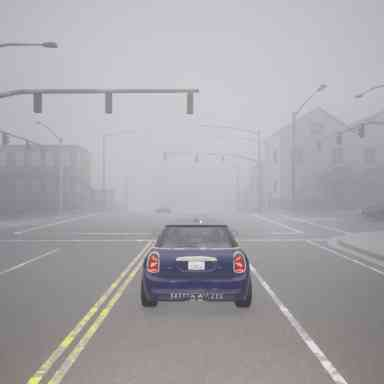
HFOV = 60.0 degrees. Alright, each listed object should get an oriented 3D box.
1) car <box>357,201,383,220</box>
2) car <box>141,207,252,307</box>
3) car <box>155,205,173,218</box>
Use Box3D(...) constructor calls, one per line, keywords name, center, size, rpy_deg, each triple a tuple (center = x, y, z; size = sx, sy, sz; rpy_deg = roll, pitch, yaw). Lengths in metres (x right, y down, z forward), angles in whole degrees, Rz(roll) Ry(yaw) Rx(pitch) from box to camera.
Box3D(name="car", center=(16.442, 1.491, 27.722), size=(4.902, 1.511, 2.128), rpy_deg=(0, 0, -1))
Box3D(name="car", center=(0.095, 1.352, 8.141), size=(2.097, 1.767, 4.553), rpy_deg=(0, 0, 0))
Box3D(name="car", center=(-3.549, 2.570, 42.625), size=(1.895, 1.301, 4.718), rpy_deg=(0, -8, 0))
